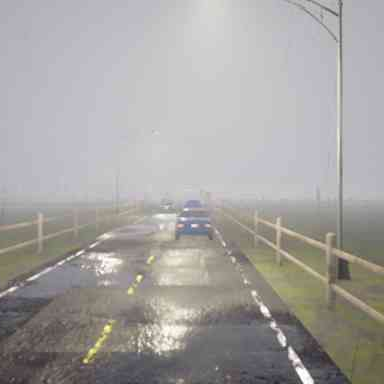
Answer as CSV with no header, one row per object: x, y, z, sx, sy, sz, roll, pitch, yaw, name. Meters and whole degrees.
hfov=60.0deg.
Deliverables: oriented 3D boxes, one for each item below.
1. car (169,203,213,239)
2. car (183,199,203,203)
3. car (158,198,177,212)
0.098,1.530,17.185,2.033,1.411,5.357,0,0,0,car
0.098,1.450,33.368,1.882,1.535,5.008,0,0,0,car
-2.752,1.474,38.418,2.128,1.511,4.902,0,0,0,car
